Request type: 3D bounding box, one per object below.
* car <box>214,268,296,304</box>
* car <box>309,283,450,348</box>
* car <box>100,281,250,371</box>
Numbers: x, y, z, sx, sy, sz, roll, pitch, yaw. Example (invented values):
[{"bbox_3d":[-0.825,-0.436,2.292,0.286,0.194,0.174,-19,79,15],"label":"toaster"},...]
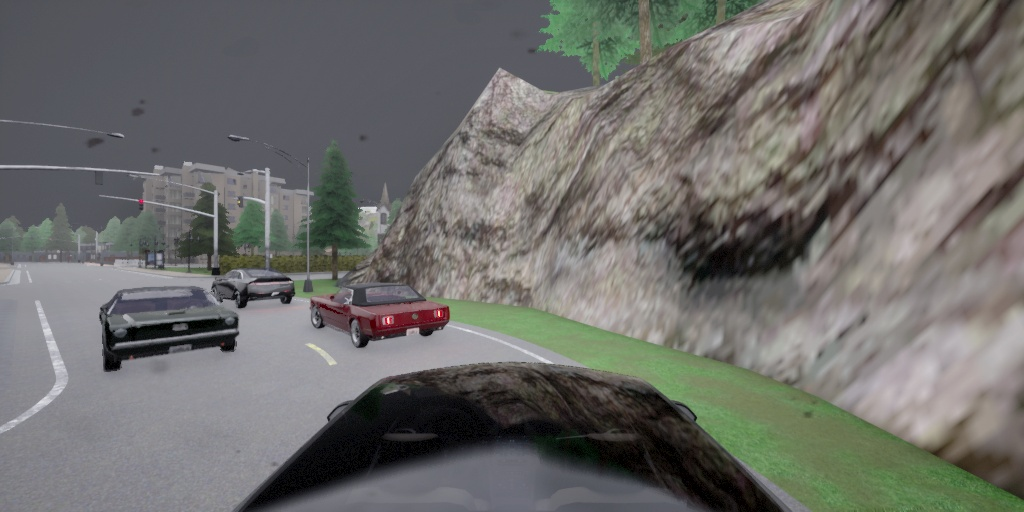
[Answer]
[{"bbox_3d":[-10.967,1.241,15.095,4.902,1.511,2.128,0,0,37],"label":"car"},{"bbox_3d":[-3.683,1.351,9.361,1.895,1.301,4.718,0,0,-44],"label":"car"},{"bbox_3d":[-7.608,1.351,7.874,4.718,1.301,1.895,0,0,41],"label":"car"}]
